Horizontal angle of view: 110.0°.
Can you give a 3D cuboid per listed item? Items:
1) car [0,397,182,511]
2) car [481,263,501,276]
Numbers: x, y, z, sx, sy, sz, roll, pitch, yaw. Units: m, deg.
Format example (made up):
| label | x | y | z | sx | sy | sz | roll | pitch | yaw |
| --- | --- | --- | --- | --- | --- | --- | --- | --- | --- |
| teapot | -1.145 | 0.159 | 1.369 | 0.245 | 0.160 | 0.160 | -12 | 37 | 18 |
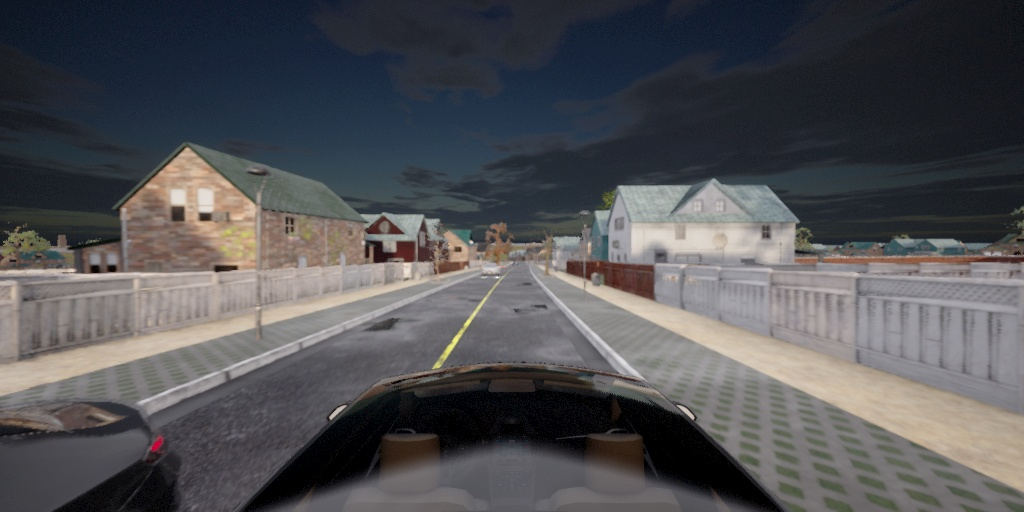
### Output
| label | x | y | z | sx | sy | sz | roll | pitch | yaw |
| --- | --- | --- | --- | --- | --- | --- | --- | --- | --- |
| car | -2.834 | 1.268 | 0.197 | 1.812 | 1.442 | 4.674 | 0 | 0 | 0 |
| car | -2.335 | 1.511 | 40.517 | 1.812 | 1.442 | 4.674 | 0 | 0 | 2 |
